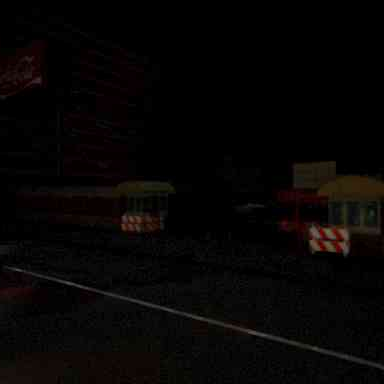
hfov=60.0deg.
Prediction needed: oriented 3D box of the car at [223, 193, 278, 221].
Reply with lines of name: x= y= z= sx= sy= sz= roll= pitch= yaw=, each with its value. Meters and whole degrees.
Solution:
car: x=4.221 y=1.147 z=25.527 sx=3.866 sy=1.878 sz=1.905 roll=0 pitch=0 yaw=35

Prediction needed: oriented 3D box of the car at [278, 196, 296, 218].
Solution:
car: x=6.159 y=1.336 z=27.587 sx=4.193 sy=1.474 sz=1.816 roll=0 pitch=0 yaw=35

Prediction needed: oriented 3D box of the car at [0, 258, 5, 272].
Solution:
car: x=-7.139 y=1.545 z=8.982 sx=5.357 sy=1.411 sz=2.033 roll=0 pitch=0 yaw=36
